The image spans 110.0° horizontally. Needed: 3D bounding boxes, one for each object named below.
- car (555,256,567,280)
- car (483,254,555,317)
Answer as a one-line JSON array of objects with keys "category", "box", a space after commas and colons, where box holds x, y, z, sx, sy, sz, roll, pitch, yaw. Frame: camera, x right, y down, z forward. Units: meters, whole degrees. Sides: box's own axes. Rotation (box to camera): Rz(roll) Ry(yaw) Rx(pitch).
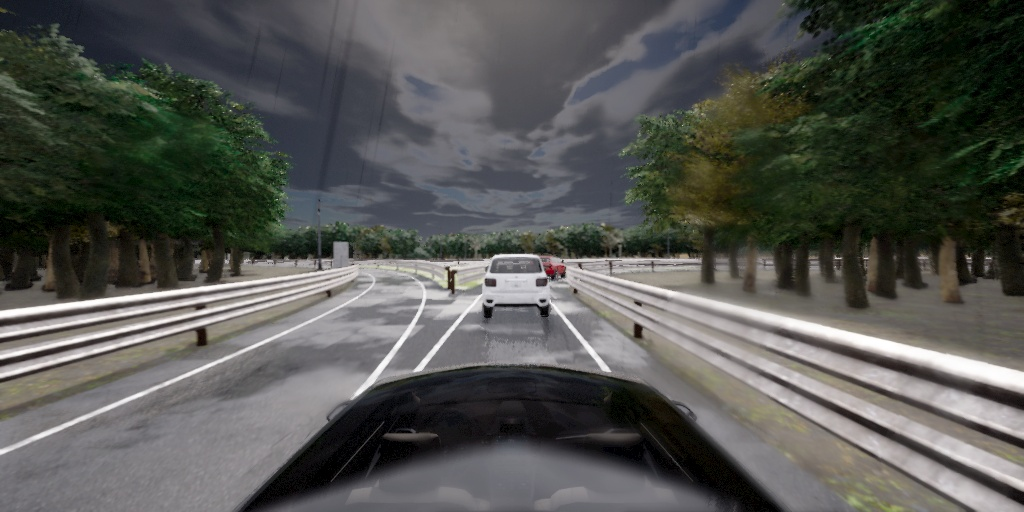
[{"category": "car", "box": [3.272, 1.003, 31.951, 2.150, 2.045, 5.566, -1, -1, 22]}, {"category": "car", "box": [0.152, 0.978, 13.393, 2.150, 2.045, 5.566, 0, 0, 1]}]
